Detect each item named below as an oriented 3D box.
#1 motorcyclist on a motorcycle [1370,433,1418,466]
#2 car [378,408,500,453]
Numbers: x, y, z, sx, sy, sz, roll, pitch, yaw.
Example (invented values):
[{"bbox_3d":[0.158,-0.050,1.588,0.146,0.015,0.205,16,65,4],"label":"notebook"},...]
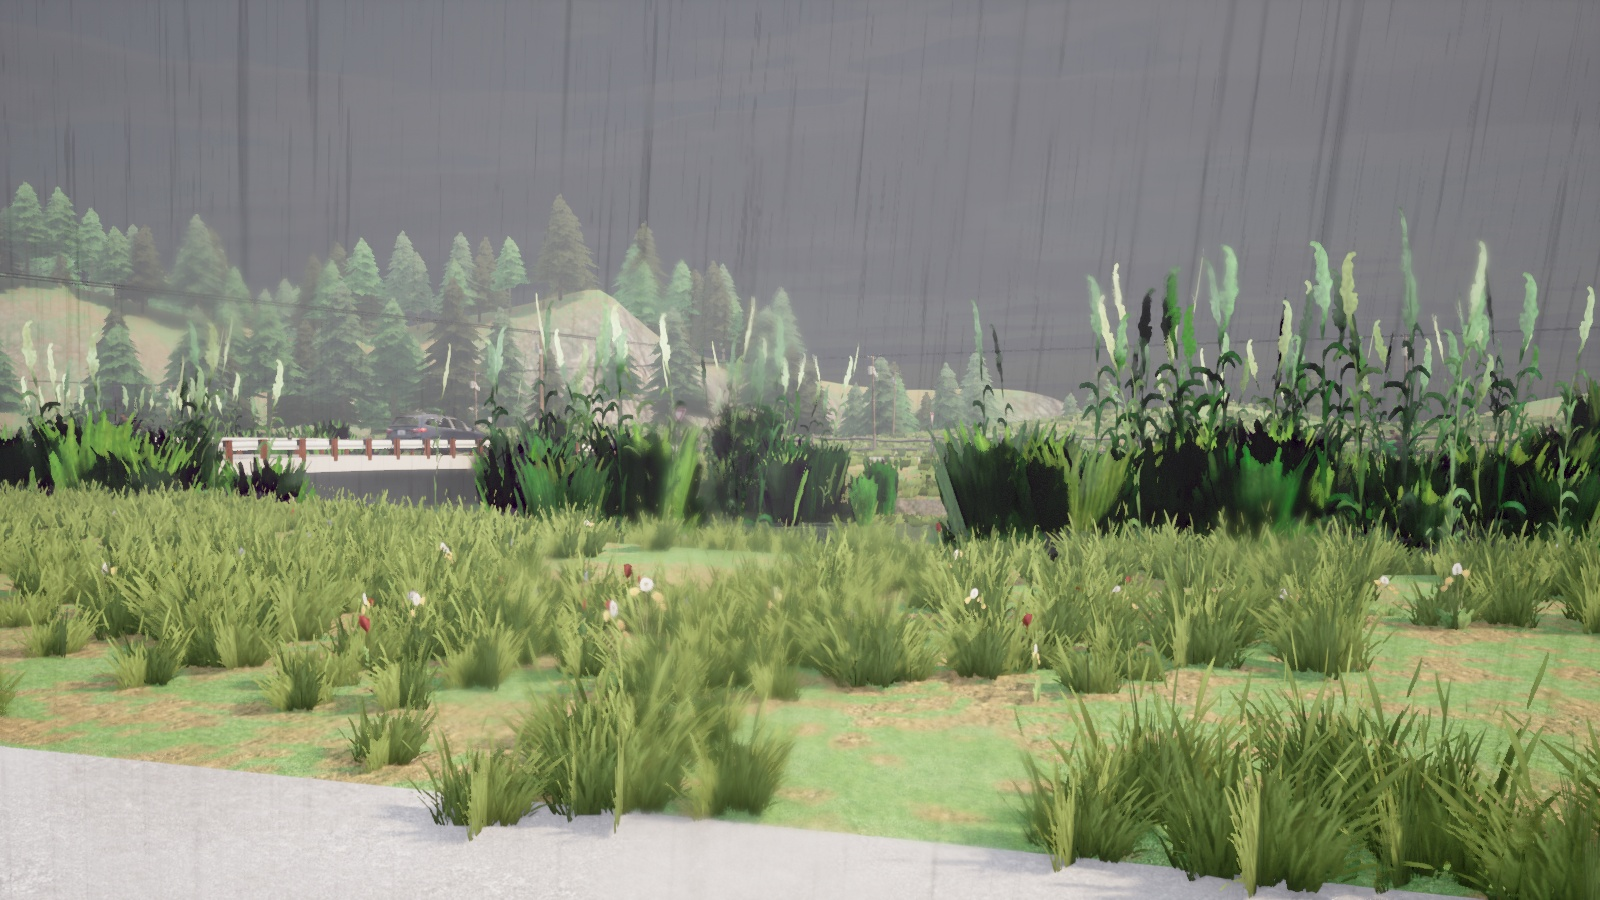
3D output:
[{"bbox_3d":[28.054,-0.037,59.360,2.044,1.523,0.797,1,1,24],"label":"motorcyclist on a motorcycle"},{"bbox_3d":[-14.704,-0.780,51.433,2.242,1.667,4.611,1,-1,26],"label":"car"}]
